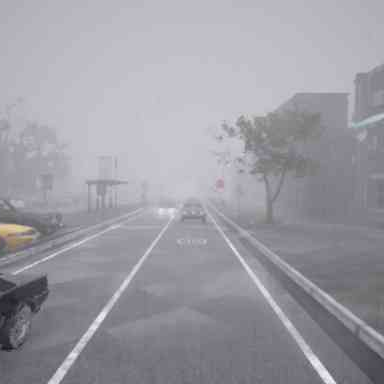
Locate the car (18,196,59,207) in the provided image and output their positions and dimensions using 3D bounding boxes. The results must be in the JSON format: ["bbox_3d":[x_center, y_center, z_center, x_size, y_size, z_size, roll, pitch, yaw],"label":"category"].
[{"bbox_3d":[-22.105,1.330,48.166,4.892,1.521,2.231,0,0,0],"label":"car"}]

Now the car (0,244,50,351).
[{"bbox_3d":[-3.350,1.596,3.420,1.895,1.301,4.718,0,0,0],"label":"car"}]

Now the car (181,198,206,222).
[{"bbox_3d":[0.098,1.476,25.535,2.033,1.411,5.357,0,0,0],"label":"car"}]

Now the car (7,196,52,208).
[{"bbox_3d":[-22.113,1.338,45.390,5.008,1.535,2.097,0,0,0],"label":"car"}]

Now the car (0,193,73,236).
[{"bbox_3d":[-8.957,1.201,15.746,5.566,2.045,2.435,0,0,0],"label":"car"}]

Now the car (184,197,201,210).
[{"bbox_3d":[0.098,1.390,41.645,1.994,1.385,4.181,0,1,0],"label":"car"}]

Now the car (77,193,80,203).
[{"bbox_3d":[-22.152,1.331,56.492,4.792,1.488,2.163,0,0,0],"label":"car"}]

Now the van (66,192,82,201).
[{"bbox_3d":[-22.010,1.067,59.265,4.442,1.987,1.878,0,0,0],"label":"van"}]

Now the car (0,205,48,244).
[{"bbox_3d":[-8.796,1.460,12.944,5.366,1.575,1.946,0,0,0],"label":"car"}]

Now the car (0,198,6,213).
[{"bbox_3d":[-22.088,1.419,34.287,4.674,1.452,2.002,0,0,0],"label":"car"}]

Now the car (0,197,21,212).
[{"bbox_3d":[-22.090,1.369,37.064,5.008,1.535,2.097,0,0,0],"label":"car"}]

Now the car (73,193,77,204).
[{"bbox_3d":[-21.933,1.308,53.715,5.366,1.575,1.946,0,0,0],"label":"car"}]

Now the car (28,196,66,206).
[{"bbox_3d":[-22.144,1.349,50.940,4.792,1.488,2.163,0,0,0],"label":"car"}]

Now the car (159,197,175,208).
[{"bbox_3d":[-3.339,1.391,44.970,1.895,1.301,4.718,0,1,0],"label":"car"}]

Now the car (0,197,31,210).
[{"bbox_3d":[-22.097,1.398,39.839,4.674,1.452,2.002,0,0,0],"label":"car"}]

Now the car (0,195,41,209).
[{"bbox_3d":[-22.135,1.223,42.614,4.553,1.767,2.185,0,0,0],"label":"car"}]
